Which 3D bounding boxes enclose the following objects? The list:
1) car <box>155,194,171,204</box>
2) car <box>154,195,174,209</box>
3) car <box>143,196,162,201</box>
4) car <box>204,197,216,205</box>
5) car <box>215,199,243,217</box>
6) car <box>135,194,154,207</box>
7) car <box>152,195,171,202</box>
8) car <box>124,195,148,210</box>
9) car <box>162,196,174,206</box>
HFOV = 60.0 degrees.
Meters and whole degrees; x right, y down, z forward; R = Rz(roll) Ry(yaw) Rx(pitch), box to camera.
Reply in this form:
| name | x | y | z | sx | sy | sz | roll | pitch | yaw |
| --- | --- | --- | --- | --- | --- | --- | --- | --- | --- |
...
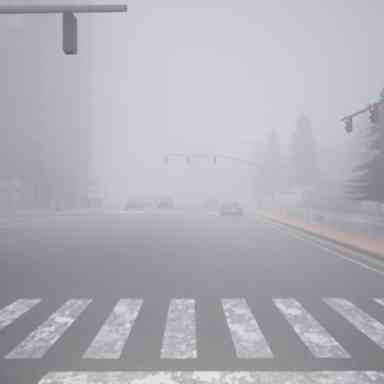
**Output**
| name | x | y | z | sx | sy | sz | roll | pitch | yaw |
| --- | --- | --- | --- | --- | --- | --- | --- | --- | --- |
| car | -5.665 | 1.336 | 64.769 | 2.097 | 1.767 | 4.553 | 0 | 0 | -20 |
| car | -3.565 | 1.340 | 45.982 | 2.097 | 1.767 | 4.553 | 0 | 0 | 0 |
| car | -9.691 | 1.574 | 81.993 | 4.718 | 1.301 | 1.895 | 0 | 0 | 37 |
| car | 3.239 | 1.511 | 56.922 | 1.812 | 1.442 | 4.674 | 0 | 0 | -6 |
| car | 3.610 | 1.556 | 31.518 | 1.994 | 1.385 | 4.181 | 0 | 0 | 0 |
| car | -7.192 | 1.478 | 51.170 | 2.128 | 1.511 | 4.902 | 0 | 0 | -1 |
| car | -6.852 | 1.481 | 74.255 | 1.837 | 1.490 | 4.892 | 0 | 0 | -39 |
| car | -7.069 | 1.515 | 41.904 | 1.812 | 1.442 | 4.674 | 0 | 0 | 0 |
| car | -3.902 | 1.464 | 55.186 | 1.882 | 1.535 | 5.008 | 0 | 0 | -4 |
